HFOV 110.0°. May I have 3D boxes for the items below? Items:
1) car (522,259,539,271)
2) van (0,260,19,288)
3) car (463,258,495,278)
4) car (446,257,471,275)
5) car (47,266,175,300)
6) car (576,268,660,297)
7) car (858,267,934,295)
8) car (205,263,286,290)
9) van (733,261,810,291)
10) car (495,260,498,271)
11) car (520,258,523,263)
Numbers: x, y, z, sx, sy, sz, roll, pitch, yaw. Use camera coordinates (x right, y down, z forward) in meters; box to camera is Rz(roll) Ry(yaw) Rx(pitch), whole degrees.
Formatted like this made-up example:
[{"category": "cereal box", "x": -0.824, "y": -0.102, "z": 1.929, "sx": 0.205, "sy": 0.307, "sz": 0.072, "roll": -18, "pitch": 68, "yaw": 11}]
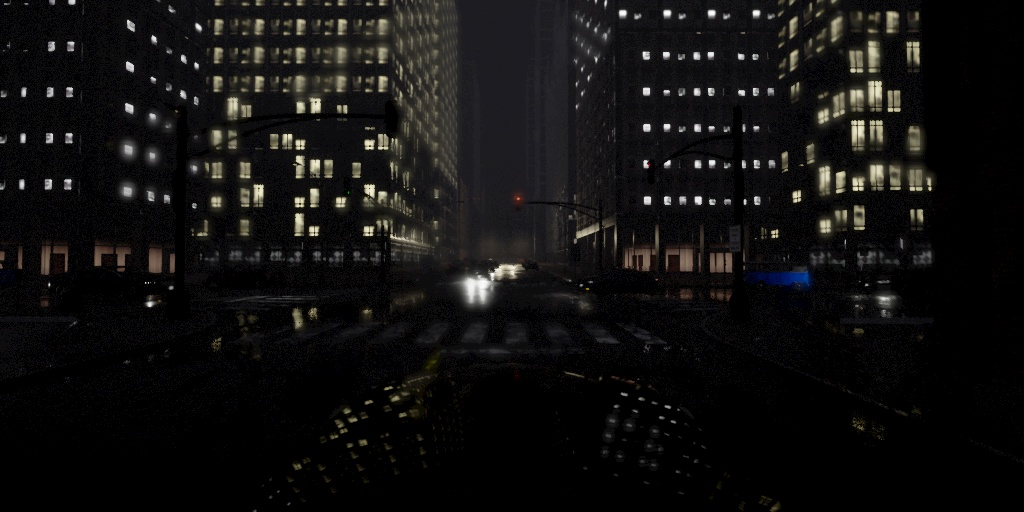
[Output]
[{"category": "car", "x": 2.693, "y": 1.350, "z": 48.878, "sx": 1.802, "sy": 1.307, "sz": 4.207, "roll": 0, "pitch": 0, "yaw": 0}, {"category": "van", "x": -33.437, "y": 1.132, "z": 22.269, "sx": 3.998, "sy": 1.789, "sz": 1.690, "roll": 0, "pitch": 0, "yaw": 0}, {"category": "car", "x": -3.096, "y": 1.254, "z": 34.366, "sx": 2.128, "sy": 1.511, "sz": 4.902, "roll": 0, "pitch": 0, "yaw": 0}, {"category": "car", "x": -5.688, "y": 1.203, "z": 37.667, "sx": 1.967, "sy": 1.591, "sz": 4.097, "roll": 0, "pitch": 0, "yaw": 0}, {"category": "car", "x": -18.086, "y": 1.191, "z": 16.459, "sx": 4.902, "sy": 1.511, "sz": 2.128, "roll": 0, "pitch": -1, "yaw": 0}, {"category": "car", "x": 5.457, "y": 1.333, "z": 18.649, "sx": 4.181, "sy": 1.385, "sz": 1.994, "roll": 1, "pitch": -1, "yaw": -13}, {"category": "car", "x": 21.792, "y": 1.335, "z": 19.566, "sx": 4.892, "sy": 1.490, "sz": 1.837, "roll": 0, "pitch": -1, "yaw": 0}, {"category": "car", "x": -16.491, "y": 1.255, "z": 22.231, "sx": 4.097, "sy": 1.591, "sz": 1.967, "roll": 0, "pitch": 0, "yaw": 0}, {"category": "van", "x": 15.982, "y": 1.210, "z": 22.155, "sx": 3.998, "sy": 1.789, "sz": 1.690, "roll": 0, "pitch": 0, "yaw": 0}, {"category": "car", "x": -3.093, "y": 1.292, "z": 44.571, "sx": 1.812, "sy": 1.442, "sz": 4.674, "roll": 0, "pitch": 0, "yaw": 0}, {"category": "car", "x": 2.694, "y": 1.298, "z": 60.204, "sx": 1.751, "sy": 1.417, "sz": 4.829, "roll": 0, "pitch": 0, "yaw": 0}]
